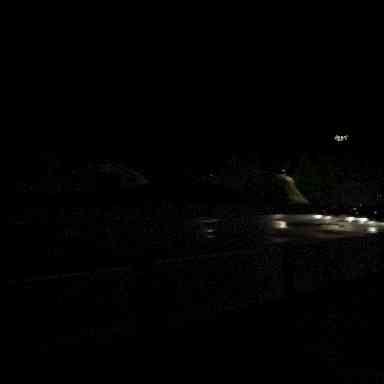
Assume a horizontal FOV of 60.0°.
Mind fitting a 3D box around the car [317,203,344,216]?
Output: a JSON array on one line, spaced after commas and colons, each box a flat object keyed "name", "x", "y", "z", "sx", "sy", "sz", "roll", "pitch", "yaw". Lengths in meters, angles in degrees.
[{"name": "car", "x": 15.684, "y": 1.906, "z": 36.568, "sx": 4.181, "sy": 1.385, "sz": 1.994, "roll": 1, "pitch": -1, "yaw": -35}]

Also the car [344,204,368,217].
[{"name": "car", "x": 17.866, "y": 1.910, "z": 33.823, "sx": 4.181, "sy": 1.385, "sz": 1.994, "roll": 1, "pitch": -1, "yaw": -35}]

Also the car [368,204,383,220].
[{"name": "car", "x": 18.308, "y": 1.790, "z": 29.868, "sx": 5.008, "sy": 1.535, "sz": 1.882, "roll": 1, "pitch": -1, "yaw": -35}]
